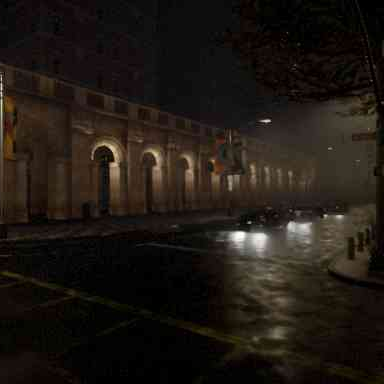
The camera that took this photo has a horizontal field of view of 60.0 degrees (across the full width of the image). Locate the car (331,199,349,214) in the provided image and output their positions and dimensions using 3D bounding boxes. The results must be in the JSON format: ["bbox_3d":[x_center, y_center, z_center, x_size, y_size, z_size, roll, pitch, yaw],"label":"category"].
[{"bbox_3d":[15.445,1.462,35.649,1.882,1.535,5.008,0,0,36],"label":"car"}]

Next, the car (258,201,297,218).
[{"bbox_3d":[7.953,1.574,30.670,1.895,1.301,4.718,0,0,36],"label":"car"}]

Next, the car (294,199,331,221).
[{"bbox_3d":[9.579,1.476,27.542,2.128,1.511,4.902,0,0,36],"label":"car"}]

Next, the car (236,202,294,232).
[{"bbox_3d":[4.395,1.549,20.362,1.994,1.385,4.181,0,0,36],"label":"car"}]
